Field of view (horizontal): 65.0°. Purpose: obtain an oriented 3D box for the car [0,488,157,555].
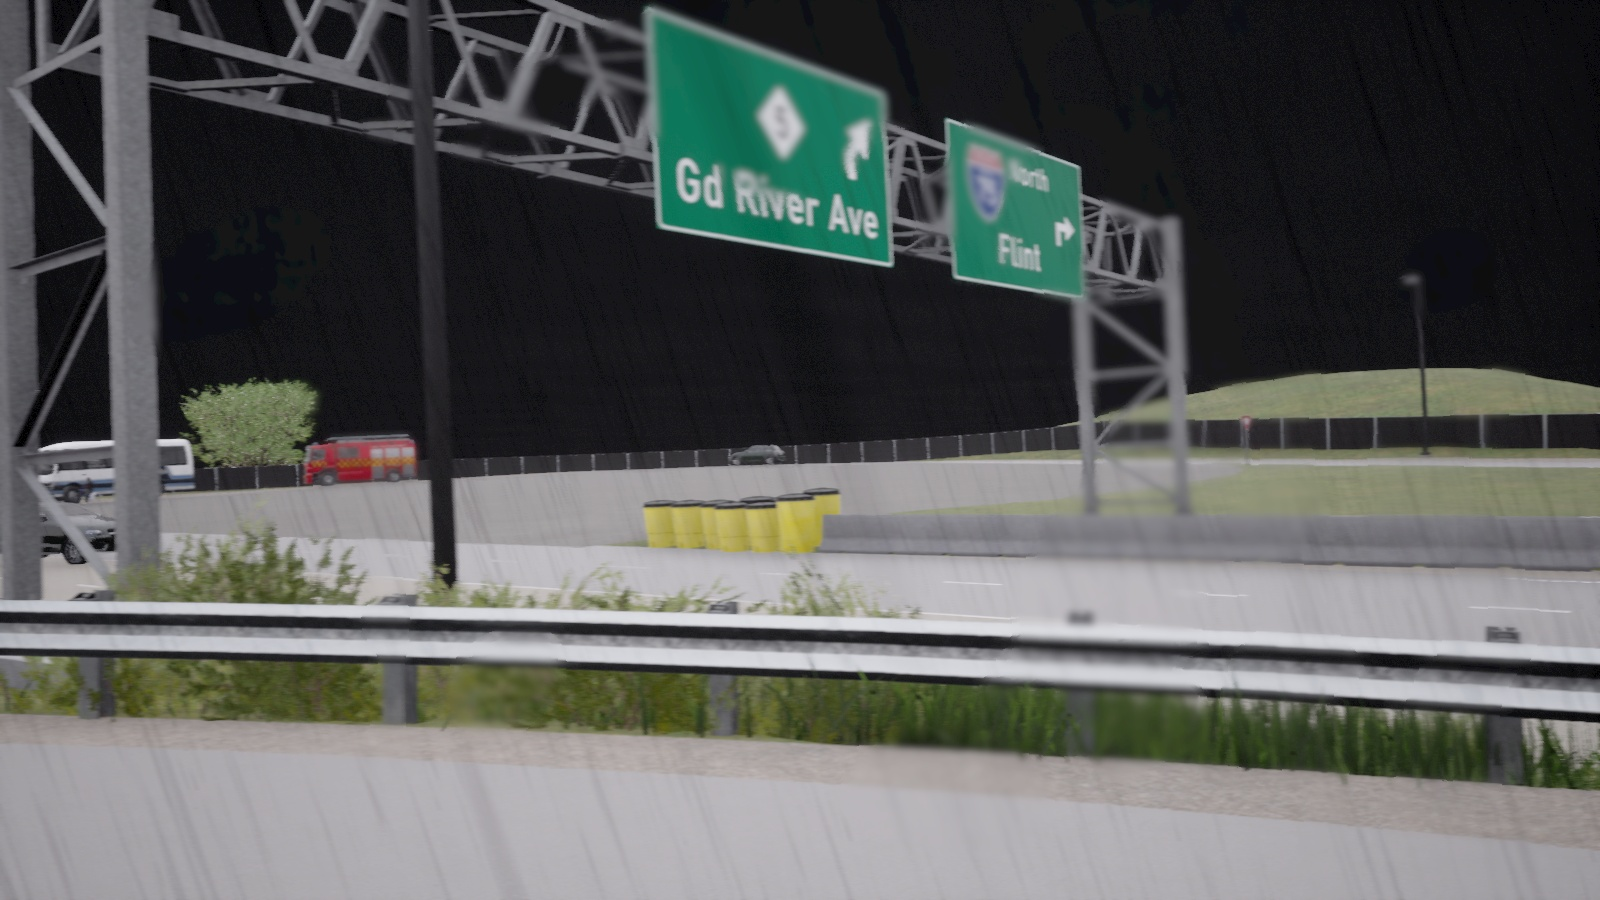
[{"bbox_3d":[-20.483,1.934,34.345,5.027,1.651,2.152,-1,0,16],"label":"car"}]
